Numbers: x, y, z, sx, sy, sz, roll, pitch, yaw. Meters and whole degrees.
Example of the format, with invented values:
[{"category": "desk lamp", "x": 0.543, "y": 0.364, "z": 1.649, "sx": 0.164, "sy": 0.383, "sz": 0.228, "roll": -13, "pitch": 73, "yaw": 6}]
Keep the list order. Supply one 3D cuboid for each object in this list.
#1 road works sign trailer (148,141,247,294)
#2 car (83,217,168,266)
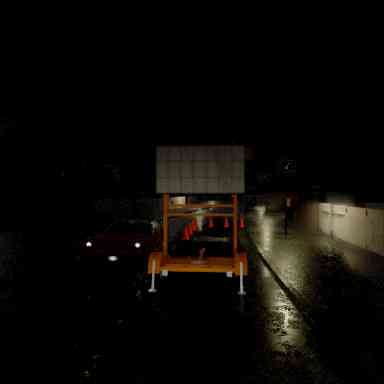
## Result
[{"category": "road works sign trailer", "x": 0.226, "y": 0.470, "z": 8.834, "sx": 2.380, "sy": 3.560, "sz": 2.880, "roll": 0, "pitch": 0, "yaw": 5}, {"category": "car", "x": -2.116, "y": 1.612, "z": 11.778, "sx": 1.895, "sy": 1.301, "sz": 4.718, "roll": 0, "pitch": 0, "yaw": 5}]
